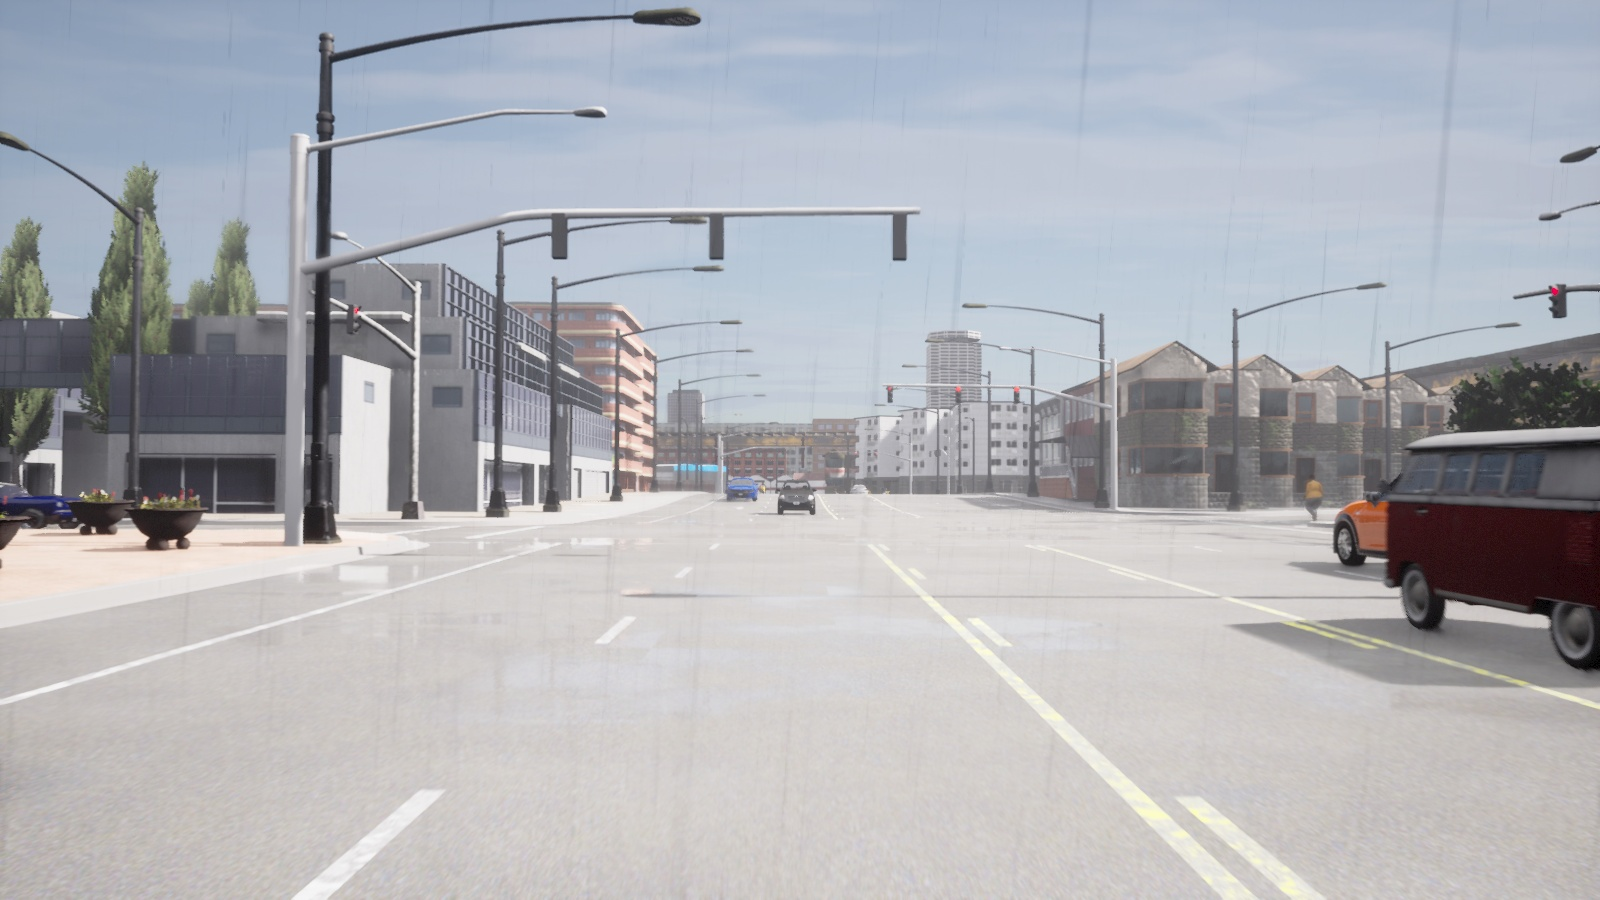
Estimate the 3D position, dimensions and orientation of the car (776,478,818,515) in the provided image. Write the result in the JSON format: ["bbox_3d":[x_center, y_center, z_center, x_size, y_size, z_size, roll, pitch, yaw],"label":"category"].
[{"bbox_3d":[-0.136,2.105,57.569,1.851,1.617,3.988,0,-2,0],"label":"car"}]

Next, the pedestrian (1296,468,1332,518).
[{"bbox_3d":[19.020,1.592,46.506,0.874,1.855,0.900,0,-2,-7],"label":"pedestrian"}]

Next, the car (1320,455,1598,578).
[{"bbox_3d":[10.451,1.005,20.396,2.097,1.767,4.553,0,-1,0],"label":"car"}]

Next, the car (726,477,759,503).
[{"bbox_3d":[-3.692,2.553,81.115,1.882,1.535,5.008,0,0,0],"label":"car"}]

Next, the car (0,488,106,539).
[{"bbox_3d":[-21.246,1.676,33.210,4.718,1.301,1.895,0,-2,0],"label":"car"}]

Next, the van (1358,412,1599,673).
[{"bbox_3d":[6.972,0.735,11.429,1.775,1.987,4.442,0,-1,0],"label":"van"}]
